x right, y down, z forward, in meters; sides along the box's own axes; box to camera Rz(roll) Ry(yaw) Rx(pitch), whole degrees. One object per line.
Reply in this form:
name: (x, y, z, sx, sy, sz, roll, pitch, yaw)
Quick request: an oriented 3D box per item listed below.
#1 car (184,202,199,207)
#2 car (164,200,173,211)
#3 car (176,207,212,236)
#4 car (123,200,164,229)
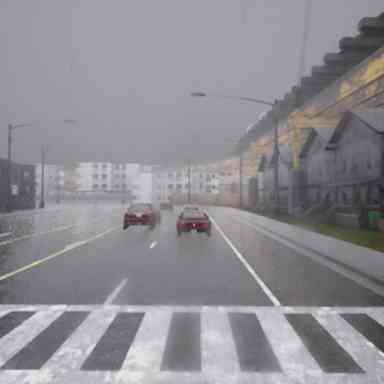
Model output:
car: (-0.133, 2.030, 47.395, 1.895, 1.301, 4.718, 0, 0, -3)
car: (-3.790, 1.920, 48.840, 1.882, 1.535, 5.008, 0, 0, -4)
car: (0.102, 1.779, 19.573, 1.895, 1.301, 4.718, 0, -1, 0)
car: (-3.398, 1.565, 23.427, 2.097, 1.767, 4.553, 0, -1, 0)
